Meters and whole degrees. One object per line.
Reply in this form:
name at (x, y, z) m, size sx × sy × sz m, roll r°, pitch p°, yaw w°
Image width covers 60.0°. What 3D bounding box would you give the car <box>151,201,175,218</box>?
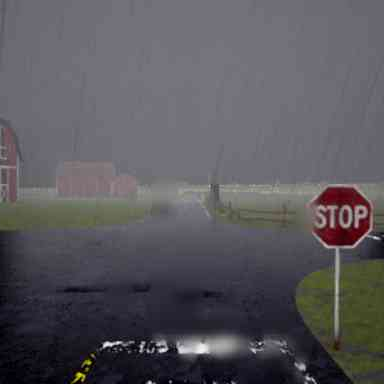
car at (-2.574, 1.529, 30.419) m, size 2.033 × 1.411 × 5.357 m, roll 0°, pitch 0°, yaw 0°
